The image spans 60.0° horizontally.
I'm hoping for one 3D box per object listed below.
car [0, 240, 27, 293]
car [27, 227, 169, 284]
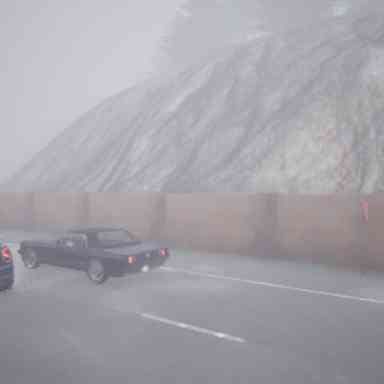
[{"bbox_3d":[-6.247,1.400,7.769,4.553,1.767,2.097,0,-1,33],"label":"car"},{"bbox_3d":[-3.085,1.712,9.898,4.718,1.301,1.895,0,-1,33],"label":"car"}]
